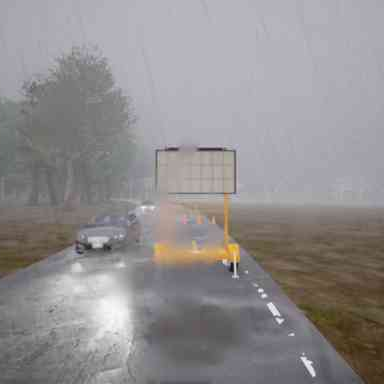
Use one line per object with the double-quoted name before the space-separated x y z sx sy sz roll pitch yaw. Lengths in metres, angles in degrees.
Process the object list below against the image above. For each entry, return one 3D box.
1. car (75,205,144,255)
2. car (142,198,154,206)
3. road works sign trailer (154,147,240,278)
"car" -3.143 1.488 13.352 2.128 1.511 4.902 0 0 -1
"car" -7.335 1.610 55.389 1.895 1.301 4.718 0 0 -10
"road works sign trailer" 0.109 0.464 10.097 2.380 3.560 2.880 0 0 -1
